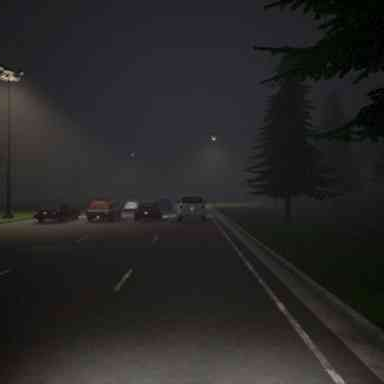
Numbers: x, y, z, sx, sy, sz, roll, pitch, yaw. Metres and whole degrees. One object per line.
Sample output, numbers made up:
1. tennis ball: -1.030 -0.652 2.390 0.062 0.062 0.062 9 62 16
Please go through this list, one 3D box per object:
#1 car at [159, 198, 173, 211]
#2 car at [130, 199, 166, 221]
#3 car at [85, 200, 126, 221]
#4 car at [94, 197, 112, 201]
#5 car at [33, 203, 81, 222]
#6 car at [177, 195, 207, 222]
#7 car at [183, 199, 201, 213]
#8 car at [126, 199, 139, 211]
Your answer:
1. car: -3.461 1.483 41.054 1.882 1.535 5.008 0 0 1
2. car: -3.497 1.568 27.401 1.994 1.385 4.181 0 0 0
3. car: -7.001 1.605 27.002 1.895 1.301 4.718 0 0 0
4. car: -10.474 1.357 39.733 2.097 1.767 4.553 0 0 1
5. car: -10.503 1.552 26.262 2.033 1.411 5.357 0 0 0
6. car: -0.004 1.225 26.210 2.150 2.045 5.566 0 0 0
7. car: 0.013 1.553 38.656 2.033 1.411 5.357 0 0 0
8. car: -6.965 1.531 40.593 1.812 1.442 4.674 0 0 1
